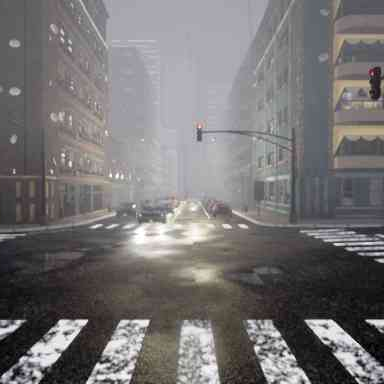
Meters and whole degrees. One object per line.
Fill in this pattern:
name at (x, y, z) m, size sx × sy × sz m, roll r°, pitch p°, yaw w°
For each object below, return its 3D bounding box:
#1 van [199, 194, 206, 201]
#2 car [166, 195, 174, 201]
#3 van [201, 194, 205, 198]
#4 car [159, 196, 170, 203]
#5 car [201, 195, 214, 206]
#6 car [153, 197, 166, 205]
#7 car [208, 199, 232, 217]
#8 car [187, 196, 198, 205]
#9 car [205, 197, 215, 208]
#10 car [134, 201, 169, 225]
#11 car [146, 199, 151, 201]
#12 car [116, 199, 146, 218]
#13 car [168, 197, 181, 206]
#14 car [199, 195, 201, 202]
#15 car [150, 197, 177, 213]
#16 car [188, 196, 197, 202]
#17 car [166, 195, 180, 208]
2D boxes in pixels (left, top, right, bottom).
van at (2.730, 1.359, 85.584) m, size 1.690 × 1.788 × 3.998 m, roll -1°, pitch 0°, yaw 0°
car at (-5.649, 1.543, 85.431) m, size 1.752 × 1.417 × 4.829 m, roll 0°, pitch 0°, yaw 0°
van at (2.712, 1.341, 52.443) m, size 1.690 × 1.788 × 3.998 m, roll 0°, pitch 0°, yaw 0°
car at (-5.657, 1.589, 69.030) m, size 1.802 × 1.307 × 4.206 m, roll 0°, pitch 0°, yaw 0°
car at (2.711, 1.543, 46.919) m, size 1.887 × 1.381 × 4.507 m, roll 0°, pitch 0°, yaw 0°
car at (-5.664, 1.547, 57.984) m, size 1.887 × 1.381 × 4.507 m, roll 0°, pitch 0°, yaw 0°
car at (2.702, 1.577, 30.349) m, size 1.802 × 1.307 × 4.206 m, roll 0°, pitch 0°, yaw 0°
car at (0.034, 1.529, 59.806) m, size 1.812 × 1.442 × 4.674 m, roll 0°, pitch 0°, yaw 0°
car at (2.705, 1.562, 35.872) m, size 1.947 × 1.339 × 4.313 m, roll 0°, pitch 0°, yaw 0°
car at (-2.818, 1.596, 24.049) m, size 1.895 × 1.301 × 4.718 m, roll 0°, pitch 0°, yaw -4°
car at (-5.673, 1.563, 41.413) m, size 1.947 × 1.339 × 4.313 m, roll 0°, pitch 0°, yaw 0°
car at (-5.679, 1.561, 30.366) m, size 1.947 × 1.339 × 4.313 m, roll 0°, pitch 0°, yaw 0°
car at (-2.967, 1.550, 57.958) m, size 2.033 × 1.411 × 5.357 m, roll 0°, pitch 0°, yaw 0°
car at (2.717, 1.568, 57.966) m, size 1.947 × 1.339 × 4.313 m, roll 0°, pitch 0°, yaw 0°
car at (-3.071, 1.560, 36.582) m, size 1.994 × 1.385 × 4.181 m, roll 0°, pitch 0°, yaw 0°
car at (0.040, 1.435, 69.842) m, size 1.895 × 1.301 × 4.718 m, roll 0°, pitch 0°, yaw 0°
car at (-3.028, 1.350, 47.368) m, size 2.097 × 1.767 × 4.553 m, roll 0°, pitch 0°, yaw 0°
